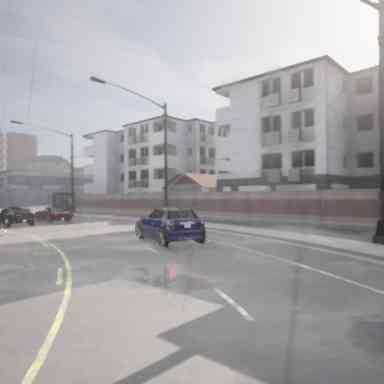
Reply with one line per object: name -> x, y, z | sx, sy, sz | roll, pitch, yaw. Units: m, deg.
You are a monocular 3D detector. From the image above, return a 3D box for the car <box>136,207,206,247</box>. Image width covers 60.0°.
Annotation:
car -> -1.185, 1.534, 16.355 | 2.097, 1.767, 4.553 | 0, -1, -28

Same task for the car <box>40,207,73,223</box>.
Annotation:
car -> -12.619, 2.038, 30.127 | 1.895, 1.301, 4.718 | 0, -1, -44

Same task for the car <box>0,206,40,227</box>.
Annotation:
car -> -14.193, 1.923, 26.684 | 1.837, 1.490, 4.892 | 0, -1, -44
